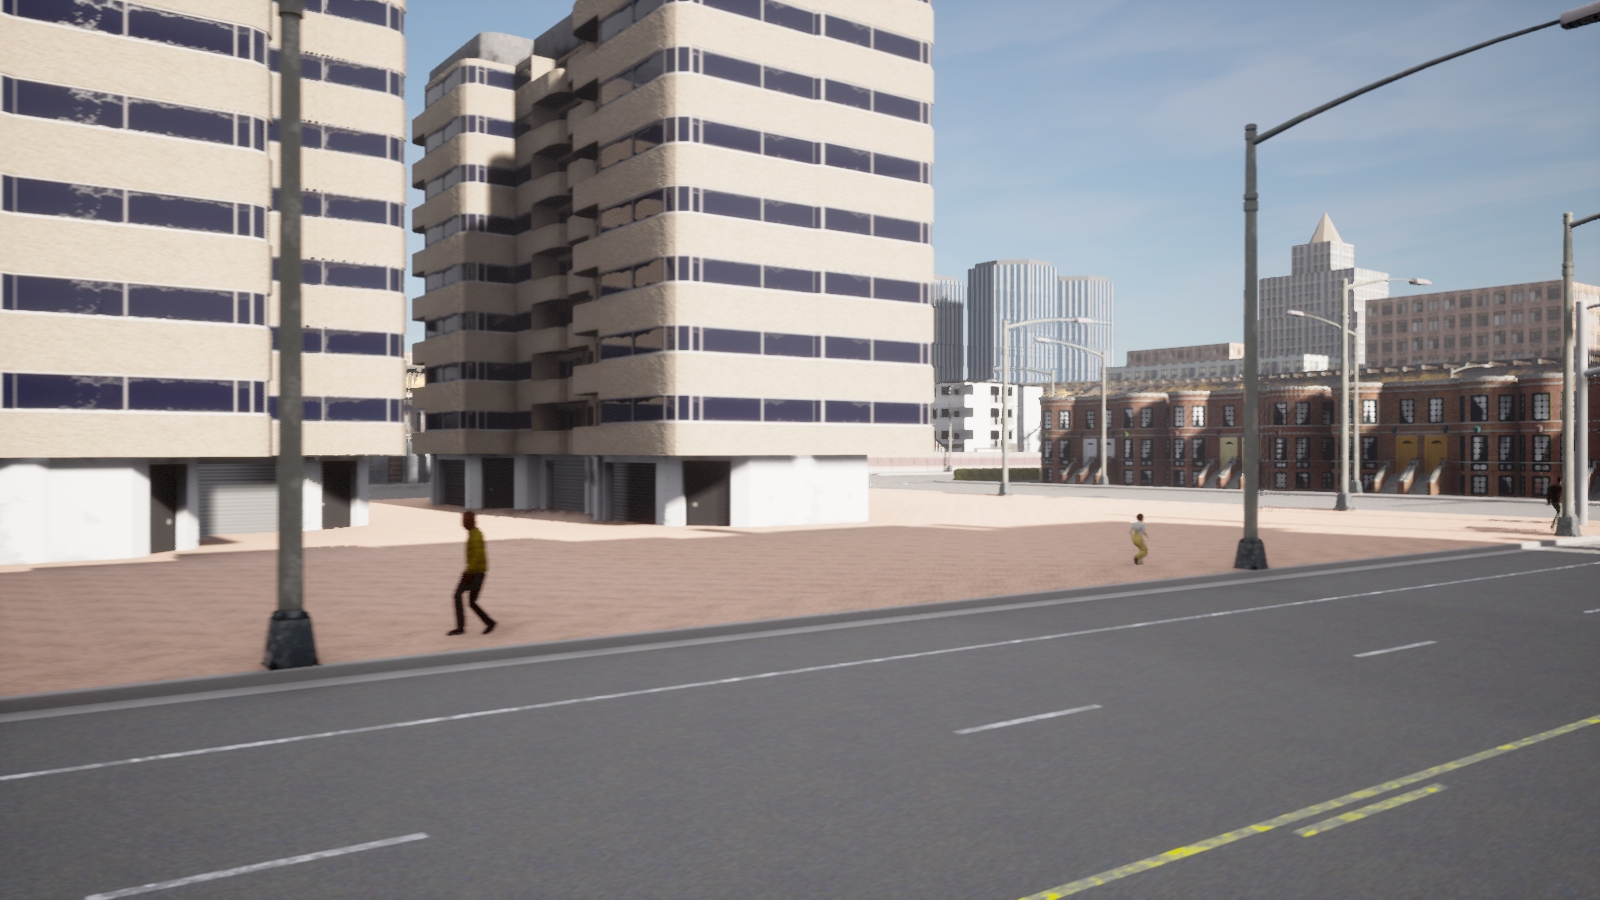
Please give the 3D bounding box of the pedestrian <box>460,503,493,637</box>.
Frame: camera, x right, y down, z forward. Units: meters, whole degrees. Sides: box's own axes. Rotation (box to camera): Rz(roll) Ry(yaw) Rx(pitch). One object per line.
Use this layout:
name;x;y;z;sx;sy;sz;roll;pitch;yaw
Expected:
pedestrian;-4.607;1.696;16.286;0.375;1.860;0.375;0;0;-30

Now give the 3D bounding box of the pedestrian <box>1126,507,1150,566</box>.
pedestrian;7.740;1.979;26.188;0.375;1.300;0.375;0;0;-27

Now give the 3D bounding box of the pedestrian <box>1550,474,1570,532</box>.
pedestrian;24.551;1.697;36.909;0.375;1.860;0.375;0;0;-23
